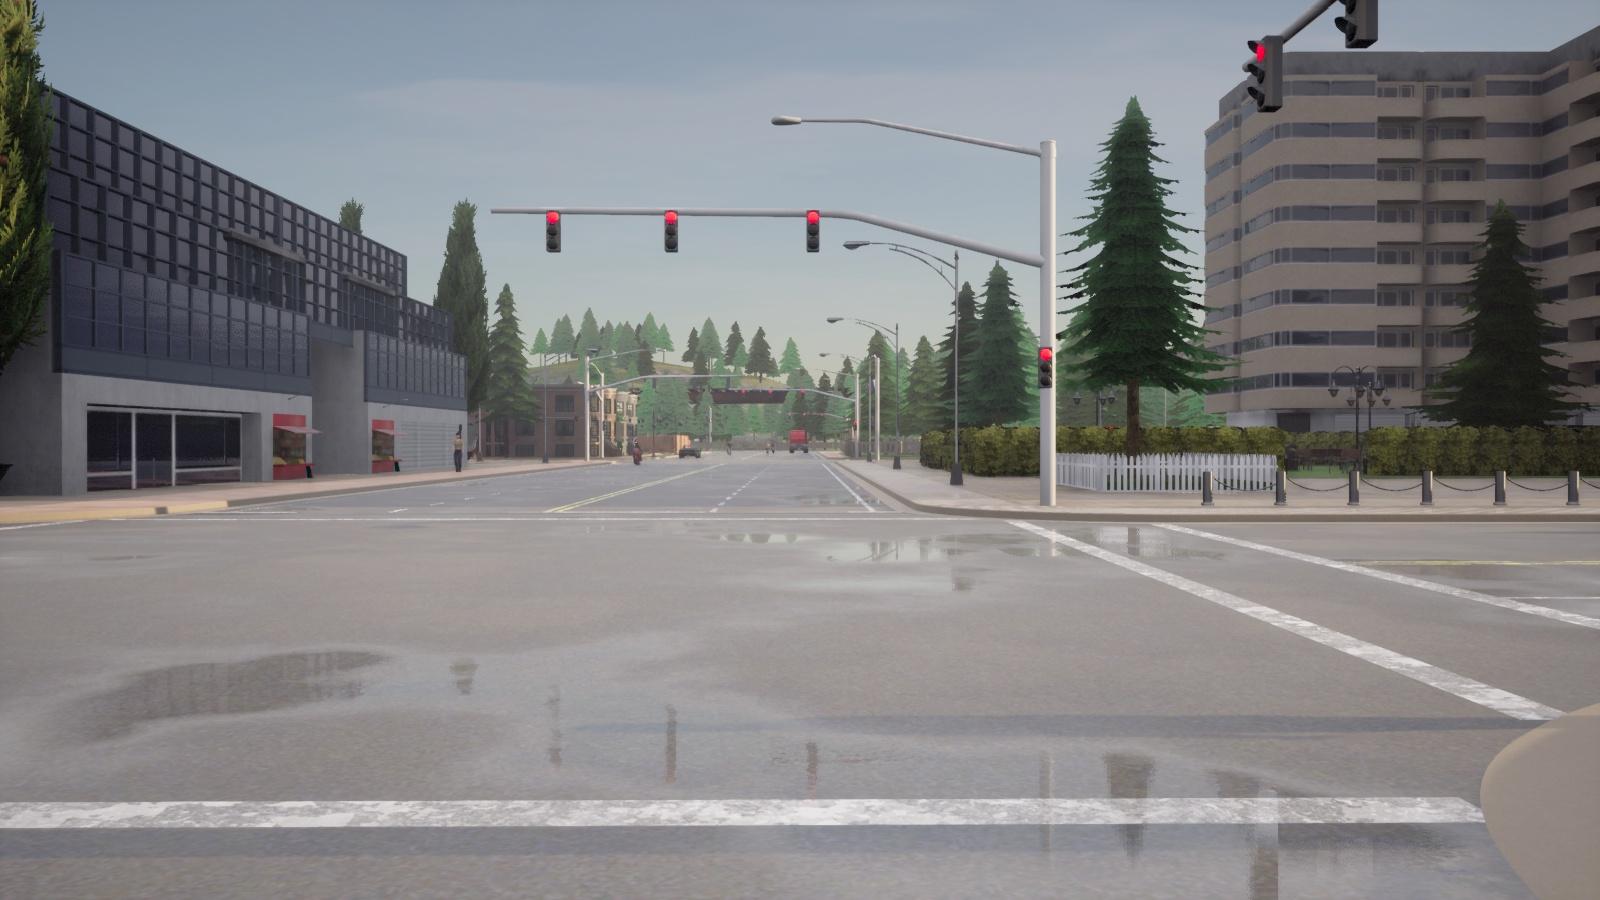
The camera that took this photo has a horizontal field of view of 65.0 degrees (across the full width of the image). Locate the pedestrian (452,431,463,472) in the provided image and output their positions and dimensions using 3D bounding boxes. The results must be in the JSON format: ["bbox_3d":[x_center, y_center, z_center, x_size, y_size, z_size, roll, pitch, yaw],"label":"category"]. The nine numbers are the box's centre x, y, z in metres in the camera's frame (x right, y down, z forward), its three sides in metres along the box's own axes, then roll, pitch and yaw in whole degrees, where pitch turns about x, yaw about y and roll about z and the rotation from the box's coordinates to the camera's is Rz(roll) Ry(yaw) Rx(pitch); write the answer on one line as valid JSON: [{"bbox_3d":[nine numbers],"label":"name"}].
[{"bbox_3d":[-15.575,0.070,57.148,0.345,1.836,0.594,0,0,0],"label":"pedestrian"}]
